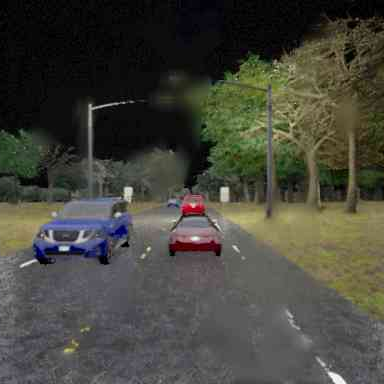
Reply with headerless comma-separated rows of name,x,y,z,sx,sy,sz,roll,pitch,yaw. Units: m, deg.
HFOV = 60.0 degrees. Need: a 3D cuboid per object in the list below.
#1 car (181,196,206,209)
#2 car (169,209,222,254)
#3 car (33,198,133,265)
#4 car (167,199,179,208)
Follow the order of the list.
car,0.137,1.394,32.053,2.150,2.045,5.566,0,-1,0
car,0.115,1.607,13.617,1.994,1.385,4.181,0,0,0
car,-3.587,1.258,12.103,2.150,2.045,5.566,0,0,0
car,-3.464,1.996,60.459,1.882,1.535,5.008,0,-1,1
